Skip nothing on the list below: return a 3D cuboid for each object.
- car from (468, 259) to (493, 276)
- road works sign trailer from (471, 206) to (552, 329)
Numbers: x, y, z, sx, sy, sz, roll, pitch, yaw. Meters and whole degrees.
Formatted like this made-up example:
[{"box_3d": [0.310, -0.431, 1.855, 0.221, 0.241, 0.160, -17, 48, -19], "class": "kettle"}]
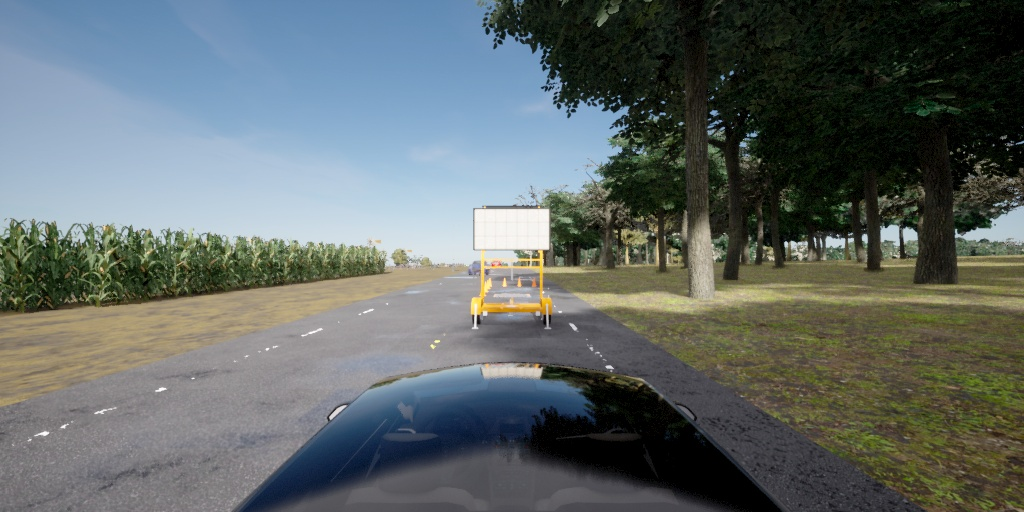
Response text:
[{"box_3d": [-3.613, 1.244, 39.674, 2.097, 1.767, 4.553, 0, 0, 0], "class": "car"}, {"box_3d": [-0.002, 0.230, 11.294, 2.380, 3.560, 2.880, 0, 0, 1], "class": "road works sign trailer"}]
